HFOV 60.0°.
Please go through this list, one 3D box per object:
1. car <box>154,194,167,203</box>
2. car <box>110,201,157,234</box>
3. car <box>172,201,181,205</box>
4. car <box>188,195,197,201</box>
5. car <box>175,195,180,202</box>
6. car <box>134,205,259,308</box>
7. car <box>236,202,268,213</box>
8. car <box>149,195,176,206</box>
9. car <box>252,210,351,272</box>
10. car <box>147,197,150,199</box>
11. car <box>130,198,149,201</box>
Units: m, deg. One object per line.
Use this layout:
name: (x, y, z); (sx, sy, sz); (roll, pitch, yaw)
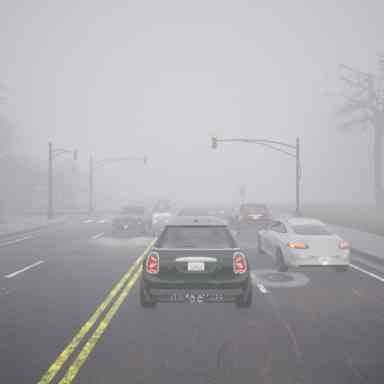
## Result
car: (-6.435, 1.323, 67.867); (2.097, 1.767, 4.553); (0, 0, 0)
car: (-3.331, 1.504, 19.111); (1.837, 1.490, 4.892); (0, 0, 0)
car: (0.061, 1.478, 17.351); (1.882, 1.535, 5.008); (0, 0, 0)
car: (0.099, 1.482, 85.690); (2.128, 1.511, 4.902); (0, 0, 0)
car: (-3.287, 1.510, 52.504); (1.812, 1.442, 4.674); (0, 0, 0)
car: (0.085, 1.352, 8.086); (2.097, 1.767, 4.553); (0, 0, 0)
car: (3.331, 1.352, 19.434); (2.097, 1.767, 4.553); (0, 0, 0)
car: (-3.306, 1.488, 38.460); (2.128, 1.511, 4.902); (0, 0, 0)
car: (3.345, 1.526, 10.640); (1.812, 1.442, 4.674); (0, 0, 0)
car: (-6.534, 1.533, 51.635); (2.033, 1.411, 5.357); (0, 0, 0)
car: (-6.557, 1.597, 38.494); (1.895, 1.301, 4.718); (0, 0, 0)
